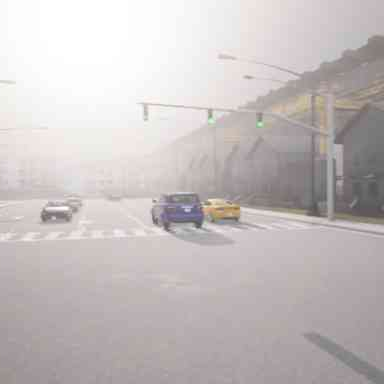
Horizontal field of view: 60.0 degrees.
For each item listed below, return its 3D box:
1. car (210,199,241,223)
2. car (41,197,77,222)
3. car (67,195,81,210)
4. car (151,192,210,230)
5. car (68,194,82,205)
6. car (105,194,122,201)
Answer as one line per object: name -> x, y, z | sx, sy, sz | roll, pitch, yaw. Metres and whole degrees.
car -> 1.653, 1.220, 23.109 | 1.882, 1.535, 5.008 | -1, 1, -17
car -> -10.098, 1.361, 25.128 | 2.033, 1.411, 5.357 | -1, 1, -16
car -> -12.810, 1.340, 34.358 | 1.895, 1.301, 4.718 | -1, 1, -16
car -> -1.011, 1.019, 19.809 | 2.150, 2.045, 5.566 | -1, 1, -17
car -> -15.769, 1.012, 44.234 | 2.097, 1.767, 4.553 | -1, 1, -17
car -> -15.009, 1.004, 63.300 | 2.033, 1.411, 5.357 | -1, 1, -30
